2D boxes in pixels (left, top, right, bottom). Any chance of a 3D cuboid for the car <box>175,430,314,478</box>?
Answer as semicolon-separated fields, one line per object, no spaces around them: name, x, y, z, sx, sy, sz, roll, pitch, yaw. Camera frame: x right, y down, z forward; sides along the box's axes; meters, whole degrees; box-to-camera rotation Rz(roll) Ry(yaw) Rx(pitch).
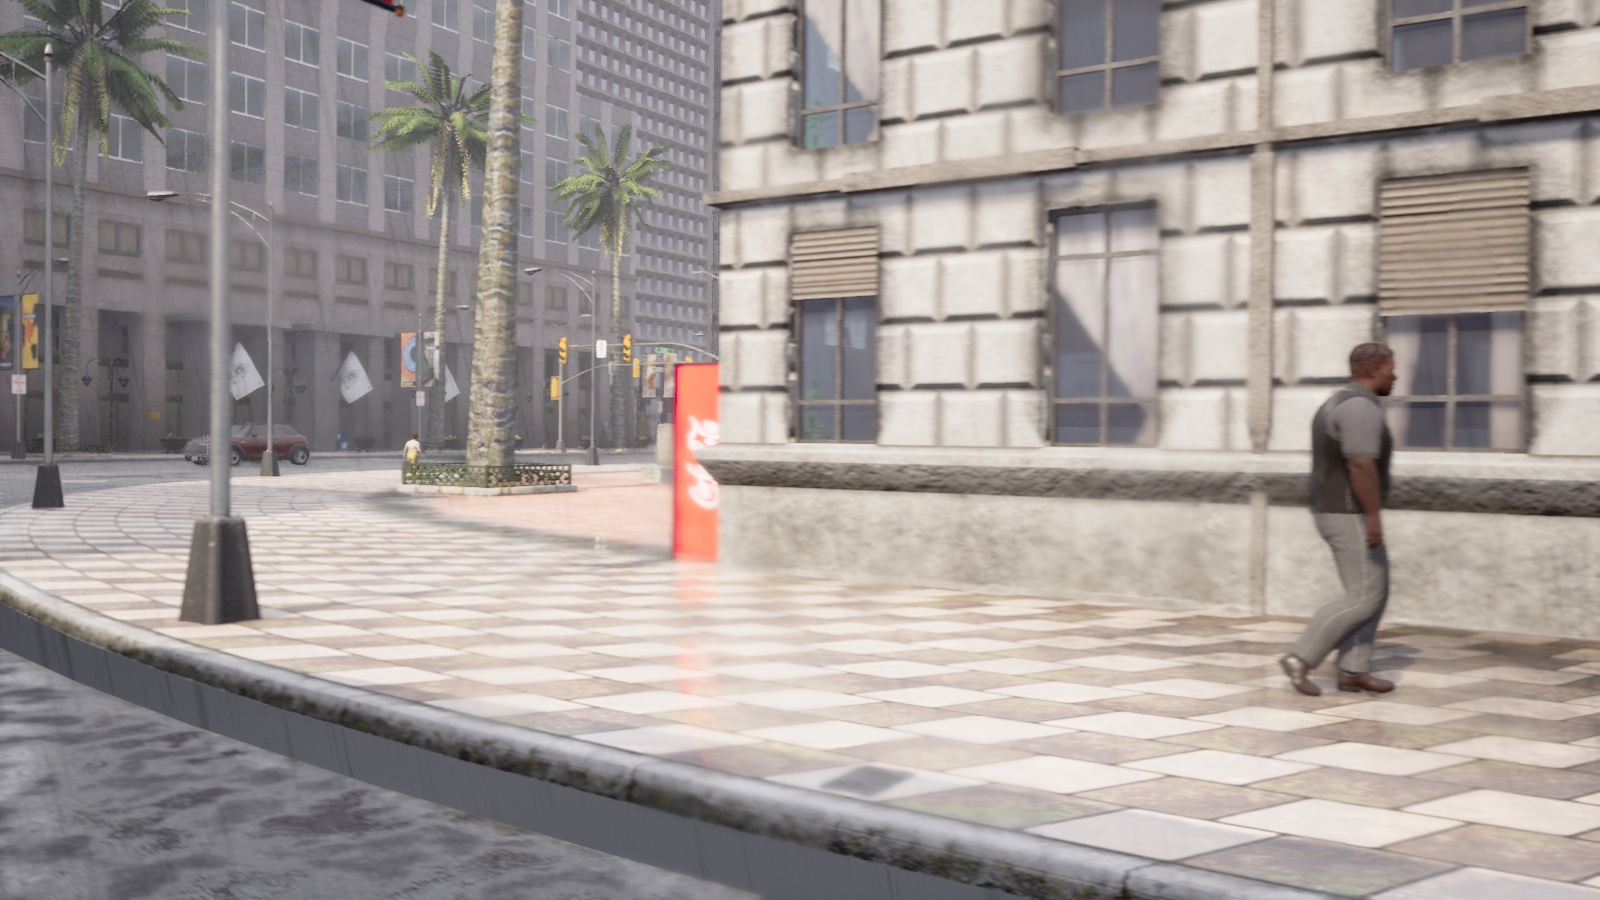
car;-21.487;0.107;48.762;2.097;1.767;4.553;0;1;30

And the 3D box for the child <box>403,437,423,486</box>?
child;-10.091;0.307;32.726;0.270;1.263;0.437;0;1;25

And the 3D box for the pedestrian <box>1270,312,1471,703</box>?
pedestrian;2.885;0.276;6.414;0.849;1.883;0.563;0;1;14
